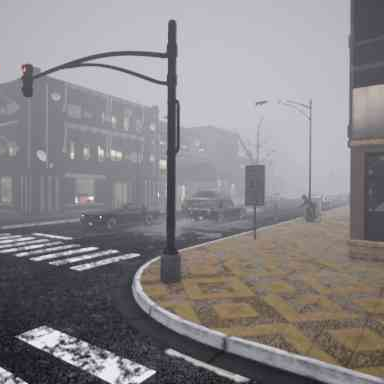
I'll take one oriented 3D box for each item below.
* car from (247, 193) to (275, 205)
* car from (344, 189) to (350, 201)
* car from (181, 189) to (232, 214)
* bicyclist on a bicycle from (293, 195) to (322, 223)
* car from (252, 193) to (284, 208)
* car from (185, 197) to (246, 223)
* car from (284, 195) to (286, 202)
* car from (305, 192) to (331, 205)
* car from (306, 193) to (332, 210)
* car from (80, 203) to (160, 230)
[{"bbox_3d":[8.863,0.820,42.620,1.887,1.381,4.507,2,2,35],"label":"car"},{"bbox_3d":[25.412,0.618,51.686,1.887,1.381,4.507,2,2,35],"label":"car"},{"bbox_3d":[1.388,0.795,27.165,2.150,2.045,5.566,1,1,35],"label":"car"},{"bbox_3d":[6.775,1.003,19.598,1.656,1.620,0.582,0,1,35],"label":"bicyclist on a bicycle"},{"bbox_3d":[8.237,0.979,37.053,1.895,1.301,4.718,1,1,35],"label":"car"},{"bbox_3d":[1.835,1.264,22.293,1.895,1.301,4.718,1,1,35],"label":"car"},{"bbox_3d":[12.102,0.766,47.242,1.802,1.307,4.206,2,2,35],"label":"car"},{"bbox_3d":[16.497,0.792,43.387,2.033,1.411,5.357,1,1,34],"label":"car"},{"bbox_3d":[12.650,0.993,33.068,2.008,1.369,4.403,2,2,35],"label":"car"},{"bbox_3d":[-4.072,1.333,19.299,1.895,1.301,4.718,1,1,35],"label":"car"}]
